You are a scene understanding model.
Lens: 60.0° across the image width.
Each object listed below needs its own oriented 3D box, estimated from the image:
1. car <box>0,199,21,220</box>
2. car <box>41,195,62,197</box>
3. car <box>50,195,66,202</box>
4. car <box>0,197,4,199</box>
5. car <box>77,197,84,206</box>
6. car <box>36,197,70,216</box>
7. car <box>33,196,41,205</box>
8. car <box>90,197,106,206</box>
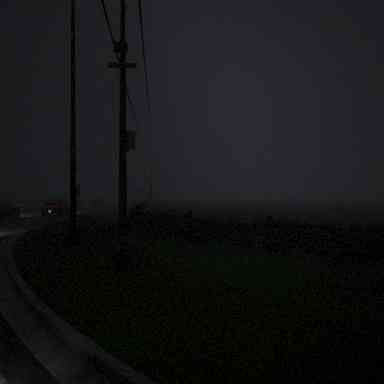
[{"bbox_3d":[-16.283,1.559,28.319,1.994,1.385,4.181,0,0,-6],"label":"car"},{"bbox_3d":[-22.495,1.517,54.265,1.812,1.442,4.674,0,0,-6],"label":"car"},{"bbox_3d":[-27.604,1.374,68.625,1.994,1.385,4.181,0,0,-6],"label":"car"},{"bbox_3d":[-29.043,1.483,49.550,2.128,1.511,4.902,0,0,-6],"label":"car"},{"bbox_3d":[-18.922,1.539,53.745,2.033,1.411,5.357,0,0,-6],"label":"car"},{"bbox_3d":[-13.219,1.498,32.694,1.837,1.490,4.892,0,0,-6],"label":"car"},{"bbox_3d":[-26.581,1.516,58.770,1.812,1.442,4.674,0,0,-6],"label":"car"},{"bbox_3d":[-15.545,1.539,55.119,2.033,1.411,5.357,0,0,-6],"label":"car"}]
